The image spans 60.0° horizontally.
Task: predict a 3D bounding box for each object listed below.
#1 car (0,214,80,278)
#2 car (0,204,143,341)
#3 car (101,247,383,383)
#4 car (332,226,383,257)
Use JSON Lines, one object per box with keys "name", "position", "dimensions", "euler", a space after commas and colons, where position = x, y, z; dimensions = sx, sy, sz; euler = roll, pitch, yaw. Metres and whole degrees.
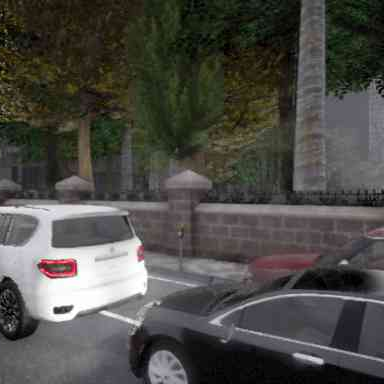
{"name": "car", "position": [-5.927, 1.582, 10.931], "dimensions": [4.829, 1.417, 1.752], "euler": [0, 0, 36]}
{"name": "car", "position": [-3.432, 1.261, 6.838], "dimensions": [5.566, 2.045, 2.150], "euler": [0, 0, 36]}
{"name": "car", "position": [1.459, 1.529, 3.309], "dimensions": [4.892, 1.490, 1.837], "euler": [0, 0, 36]}
{"name": "car", "position": [3.063, 1.347, 4.449], "dimensions": [5.009, 1.841, 2.192], "euler": [0, 0, 36]}
